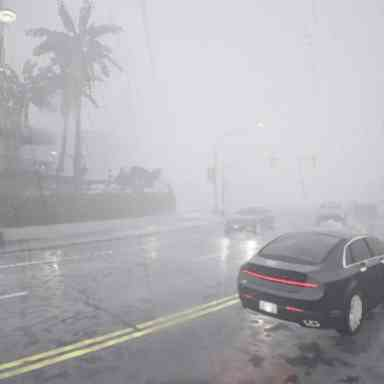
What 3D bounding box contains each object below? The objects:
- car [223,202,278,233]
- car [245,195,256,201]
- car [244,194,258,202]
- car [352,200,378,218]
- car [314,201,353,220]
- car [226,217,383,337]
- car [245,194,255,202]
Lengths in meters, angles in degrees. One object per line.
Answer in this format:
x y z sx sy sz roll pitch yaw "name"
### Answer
3.440 1.536 18.884 1.837 1.490 4.892 0 -1 31 "car"
16.233 1.616 92.391 2.231 1.521 4.892 -1 0 20 "car"
13.290 1.590 75.444 2.097 1.535 5.008 -1 0 10 "car"
14.995 1.435 29.732 1.882 1.535 5.008 0 0 13 "car"
9.233 1.332 22.113 2.033 1.411 5.357 -1 0 23 "car"
2.910 1.502 6.776 4.892 1.490 1.837 0 0 -44 "car"
14.290 1.475 81.793 2.185 1.767 4.553 -1 0 10 "car"
